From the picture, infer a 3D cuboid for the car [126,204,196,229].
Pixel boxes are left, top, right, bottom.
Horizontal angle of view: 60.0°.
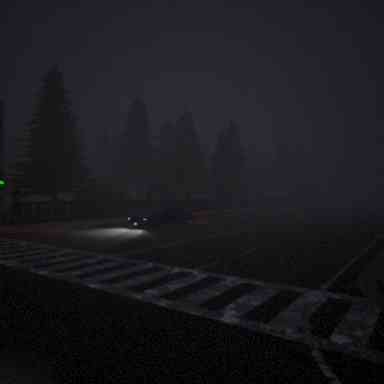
[{"bbox_3d":[-1.876,1.532,22.165,2.033,1.411,5.357,0,0,35],"label":"car"}]
